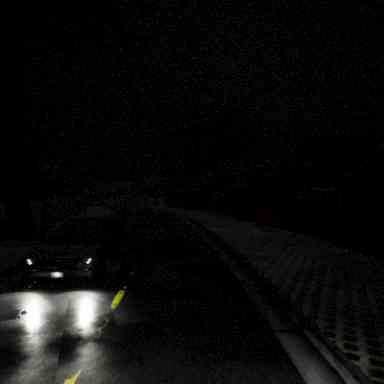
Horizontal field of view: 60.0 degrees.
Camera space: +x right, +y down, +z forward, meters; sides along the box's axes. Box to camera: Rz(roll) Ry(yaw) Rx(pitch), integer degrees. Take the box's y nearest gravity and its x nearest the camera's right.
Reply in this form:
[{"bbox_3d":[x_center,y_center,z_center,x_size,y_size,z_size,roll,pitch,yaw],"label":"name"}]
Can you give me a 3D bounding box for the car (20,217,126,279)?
[{"bbox_3d":[-3.235,1.515,10.279,2.033,1.411,5.357,0,0,-3],"label":"car"}]
